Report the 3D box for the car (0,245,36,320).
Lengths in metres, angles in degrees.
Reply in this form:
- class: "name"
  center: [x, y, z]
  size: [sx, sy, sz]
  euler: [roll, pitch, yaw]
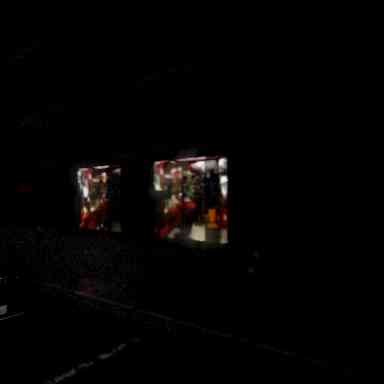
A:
- class: "car"
  center: [-4.647, 1.530, 6.209]
  size: [4.403, 1.369, 2.008]
  euler: [0, -1, 36]
